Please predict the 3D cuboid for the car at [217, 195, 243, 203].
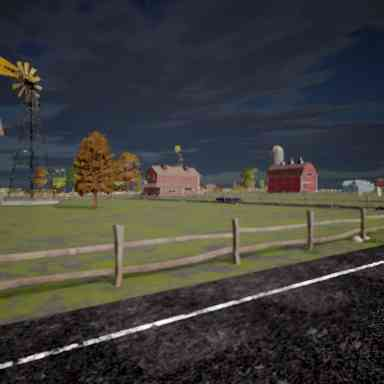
[{"bbox_3d":[6.322,1.160,55.194,1.895,1.301,4.718,0,0,-35],"label":"car"}]
